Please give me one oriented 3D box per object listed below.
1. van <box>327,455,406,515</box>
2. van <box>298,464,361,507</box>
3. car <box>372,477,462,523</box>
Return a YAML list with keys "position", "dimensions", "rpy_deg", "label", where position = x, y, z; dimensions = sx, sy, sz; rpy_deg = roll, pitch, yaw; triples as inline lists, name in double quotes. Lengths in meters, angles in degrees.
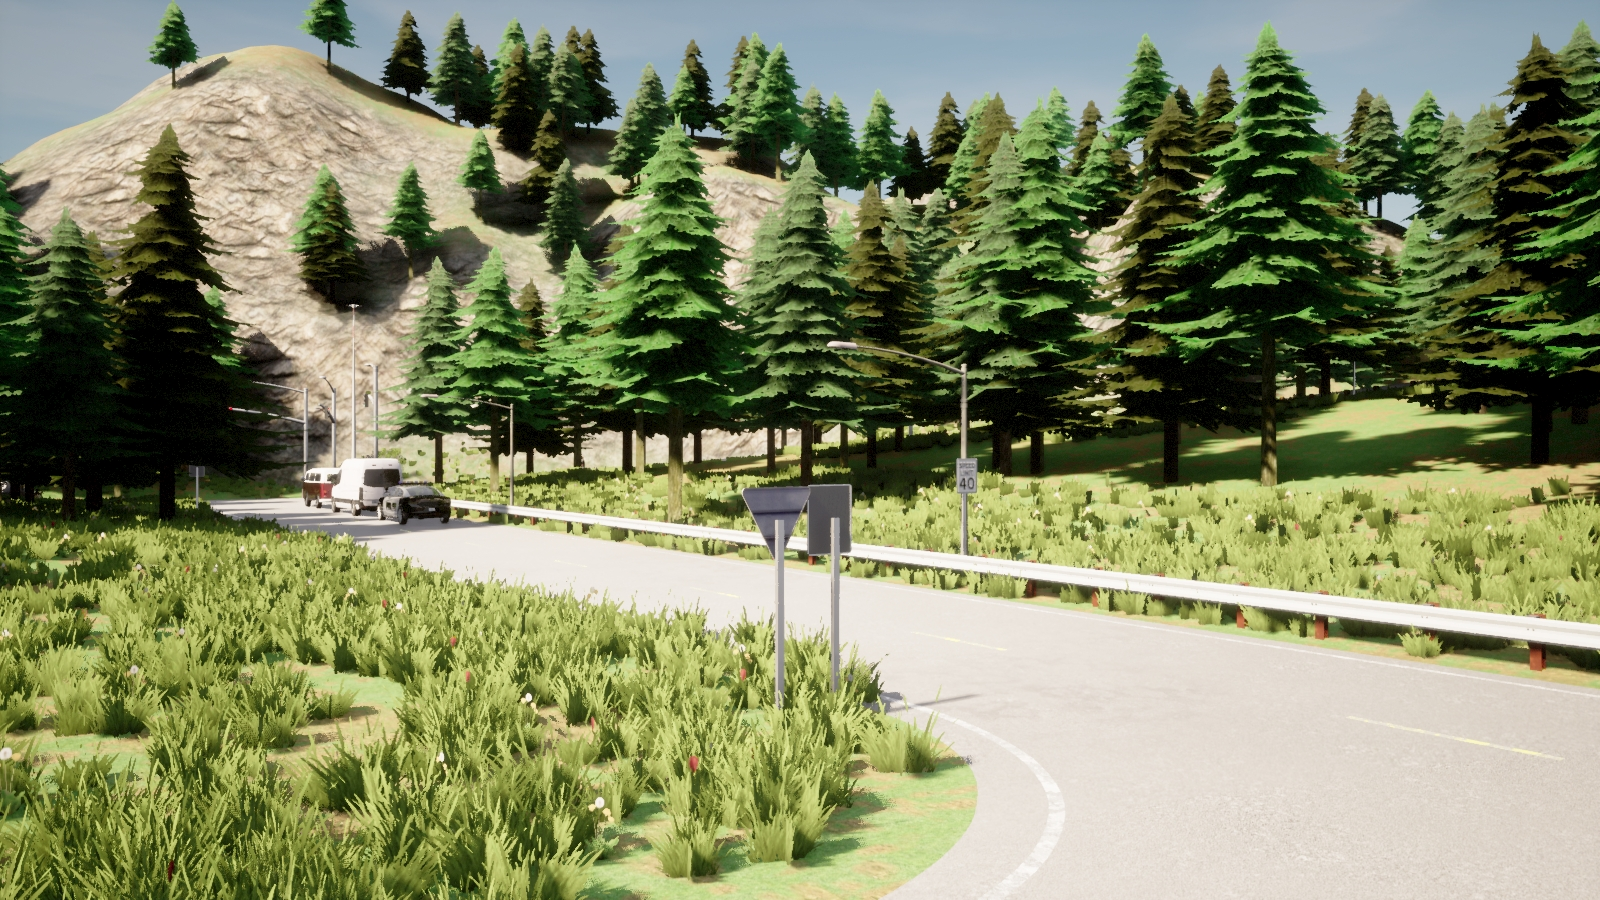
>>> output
- position: [-20.079, 1.534, 52.765]
  dimensions: [1.988, 2.561, 5.915]
  rpy_deg: [0, 0, -35]
  label: "van"
- position: [-24.143, 1.782, 58.581]
  dimensions: [2.069, 2.038, 4.480]
  rpy_deg: [0, 0, -35]
  label: "van"
- position: [-15.723, 1.982, 46.760]
  dimensions: [2.097, 1.638, 5.238]
  rpy_deg: [0, 0, -35]
  label: "car"
